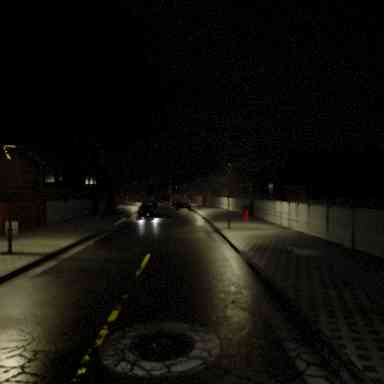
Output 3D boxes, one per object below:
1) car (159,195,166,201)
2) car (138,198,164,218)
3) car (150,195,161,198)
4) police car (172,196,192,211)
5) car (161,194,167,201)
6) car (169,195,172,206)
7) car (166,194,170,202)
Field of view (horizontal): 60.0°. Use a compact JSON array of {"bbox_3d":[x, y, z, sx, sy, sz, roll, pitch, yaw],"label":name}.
[{"bbox_3d":[-8.287,1.669,93.247,1.882,1.535,5.008,0,0,-8],"label":"car"},{"bbox_3d":[-3.990,1.583,31.452,2.033,1.411,5.357,0,0,-4],"label":"car"},{"bbox_3d":[-8.361,1.705,72.419,1.812,1.442,4.674,0,0,-8],"label":"car"},{"bbox_3d":[-1.162,1.488,42.366,1.930,1.638,5.238,0,0,-5],"label":"police car"},{"bbox_3d":[-6.065,1.399,76.285,2.150,2.045,5.566,0,0,-8],"label":"car"},{"bbox_3d":[-2.173,1.584,52.252,1.882,1.535,5.008,0,0,-6],"label":"car"},{"bbox_3d":[-2.884,1.489,58.210,2.097,1.767,4.553,0,0,-7],"label":"car"}]
